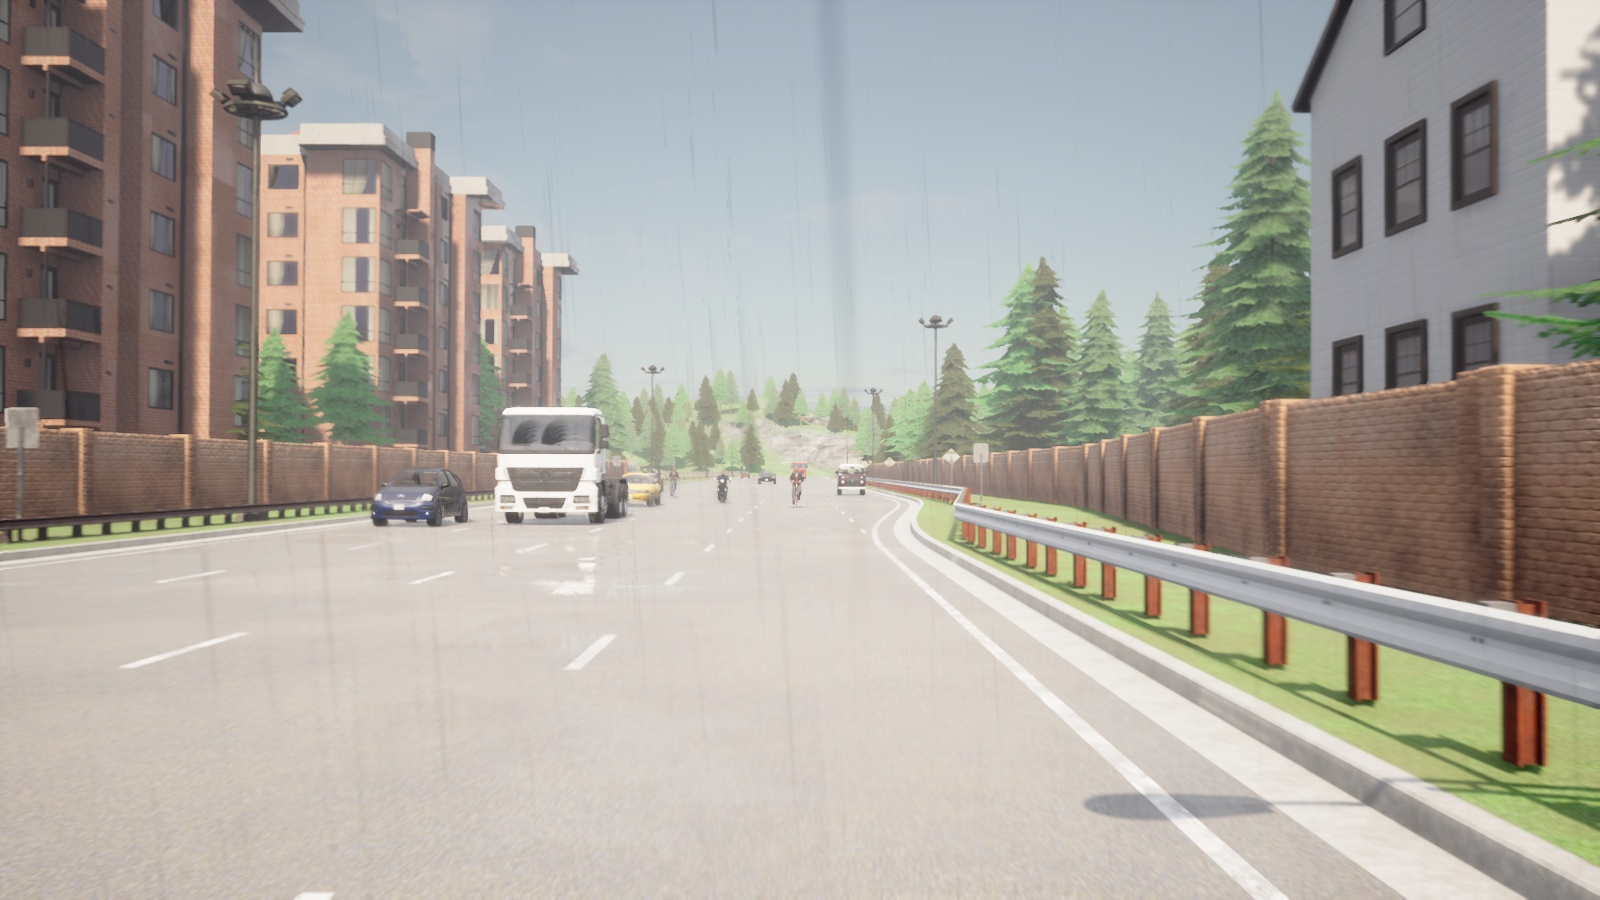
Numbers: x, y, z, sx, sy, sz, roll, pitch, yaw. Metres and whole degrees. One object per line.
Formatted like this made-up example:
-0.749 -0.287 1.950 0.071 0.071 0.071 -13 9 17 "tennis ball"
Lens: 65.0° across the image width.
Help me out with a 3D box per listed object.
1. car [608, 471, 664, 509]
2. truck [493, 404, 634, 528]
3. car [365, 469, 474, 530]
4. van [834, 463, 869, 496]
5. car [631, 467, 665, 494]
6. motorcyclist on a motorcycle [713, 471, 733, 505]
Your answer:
-7.134 1.702 55.099 1.801 1.575 5.366 0 -1 0 "car"
-7.099 0.512 38.926 2.891 3.462 7.936 0 -1 0 "truck"
-10.586 1.343 35.180 1.851 1.617 3.988 0 -1 0 "car"
3.303 1.883 81.177 2.069 2.038 4.480 0 -1 0 "van"
-10.716 2.136 88.717 1.905 1.878 3.866 0 -1 0 "car"
-3.645 1.778 59.545 0.866 1.590 1.817 0 -1 0 "motorcyclist on a motorcycle"
